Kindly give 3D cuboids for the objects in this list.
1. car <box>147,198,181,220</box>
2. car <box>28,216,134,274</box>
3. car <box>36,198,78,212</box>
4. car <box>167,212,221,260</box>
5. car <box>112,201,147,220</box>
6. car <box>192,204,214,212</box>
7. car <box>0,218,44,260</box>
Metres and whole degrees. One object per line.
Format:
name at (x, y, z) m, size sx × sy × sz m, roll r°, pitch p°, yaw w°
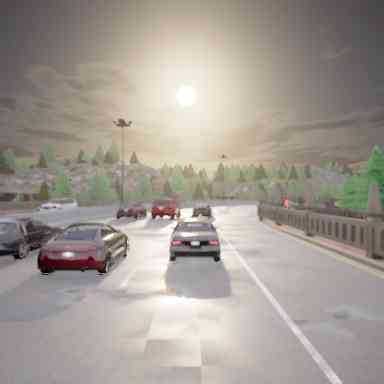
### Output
car at (-2.499, 1.652, 33.066) m, size 2.150 × 2.045 × 5.566 m, roll 0°, pitch -1°, yaw 7°
car at (-3.400, 1.714, 11.127) m, size 1.994 × 1.385 × 4.181 m, roll 0°, pitch -1°, yaw 0°
car at (-15.762, 1.760, 39.663) m, size 2.150 × 2.045 × 5.566 m, roll 0°, pitch -1°, yaw 11°
car at (0.100, 1.725, 13.138) m, size 2.033 × 1.411 × 5.357 m, roll 0°, pitch -1°, yaw 0°
car at (-5.933, 1.791, 33.368) m, size 2.097 × 1.767 × 4.553 m, roll 0°, pitch -1°, yaw 7°
car at (1.159, 1.936, 33.650) m, size 1.837 × 1.490 × 4.892 m, roll -1°, pitch -1°, yaw 8°
car at (-6.900, 1.725, 13.183) m, size 2.033 × 1.411 × 5.357 m, roll 0°, pitch -1°, yaw 0°
